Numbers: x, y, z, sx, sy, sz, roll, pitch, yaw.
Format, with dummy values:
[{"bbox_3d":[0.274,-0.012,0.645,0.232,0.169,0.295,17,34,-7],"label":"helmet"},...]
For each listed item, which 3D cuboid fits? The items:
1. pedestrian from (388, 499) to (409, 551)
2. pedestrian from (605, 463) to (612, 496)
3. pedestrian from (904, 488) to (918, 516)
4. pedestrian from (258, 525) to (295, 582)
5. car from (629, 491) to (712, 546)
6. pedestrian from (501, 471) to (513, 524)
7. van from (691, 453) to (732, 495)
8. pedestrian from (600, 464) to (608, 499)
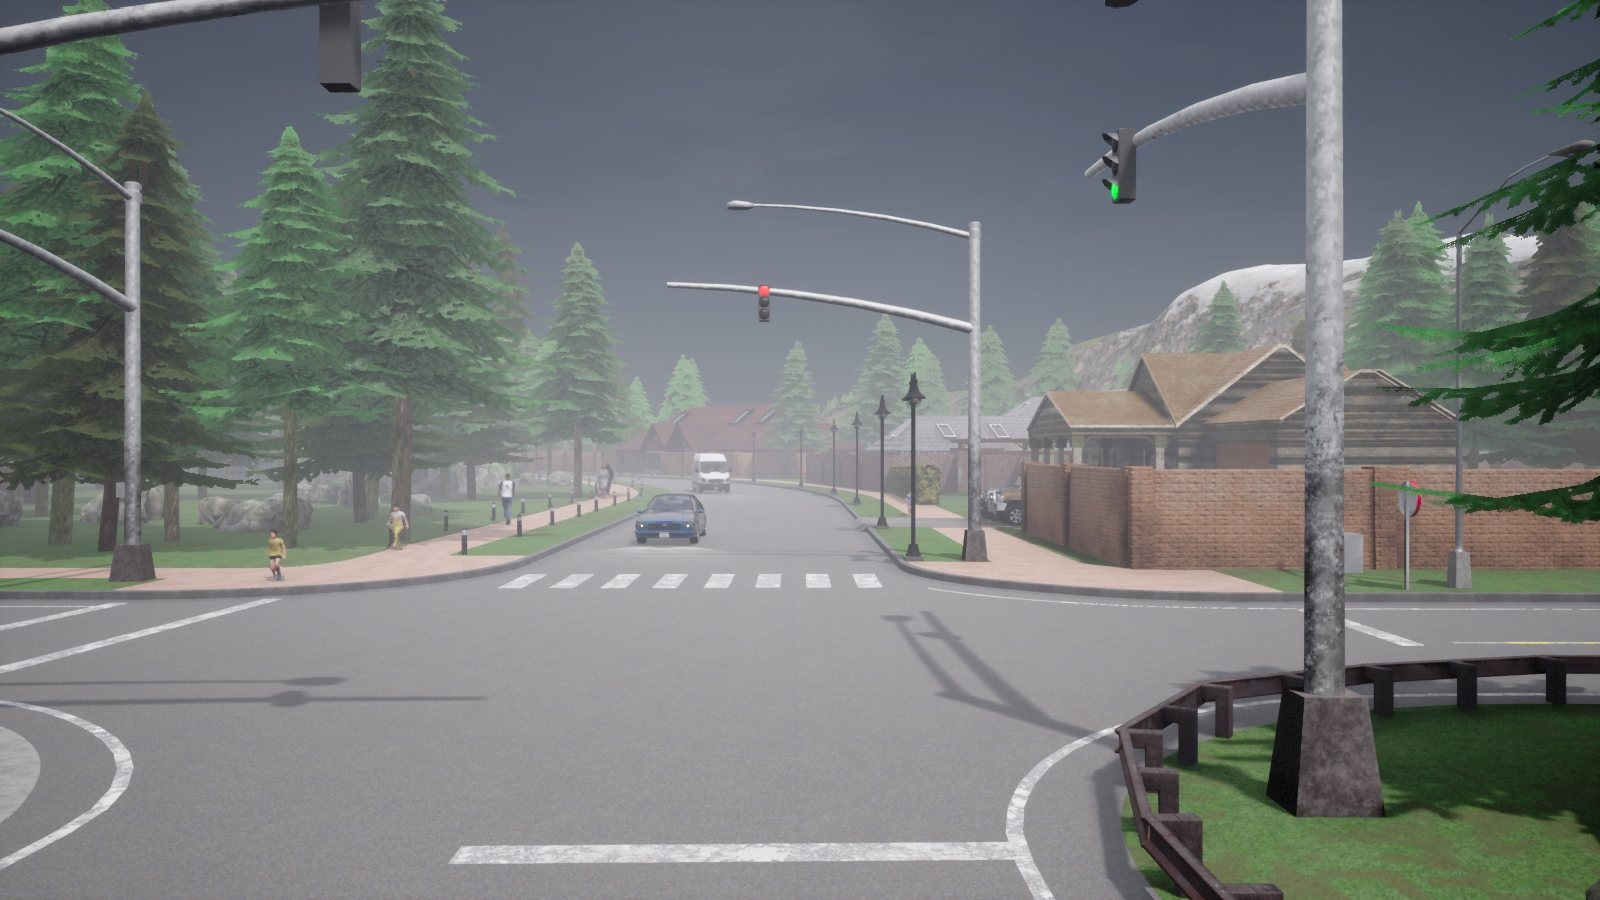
[{"bbox_3d":[-10.447,1.943,29.699,0.375,1.300,0.375,0,0,12],"label":"pedestrian"},{"bbox_3d":[-10.834,1.661,64.572,0.375,1.860,0.375,0,0,-9],"label":"pedestrian"},{"bbox_3d":[4.355,2.046,45.011,0.500,1.100,0.500,0,0,-1],"label":"pedestrian"},{"bbox_3d":[-10.438,2.054,22.804,0.500,1.100,0.500,0,0,1],"label":"pedestrian"},{"bbox_3d":[-3.930,2.072,35.589,2.033,1.411,5.357,0,0,0],"label":"car"},{"bbox_3d":[-10.276,1.664,40.052,0.375,1.860,0.375,0,0,-16],"label":"pedestrian"},{"bbox_3d":[-5.766,1.500,73.939,1.988,2.561,5.915,0,0,-11],"label":"van"},{"bbox_3d":[-10.415,1.664,60.575,0.375,1.860,0.375,0,0,-2],"label":"pedestrian"}]
